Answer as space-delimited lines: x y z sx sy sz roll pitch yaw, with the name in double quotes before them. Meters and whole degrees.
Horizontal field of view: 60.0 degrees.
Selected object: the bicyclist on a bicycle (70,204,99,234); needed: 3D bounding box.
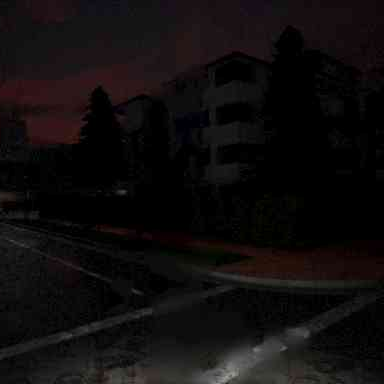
"bicyclist on a bicycle" -5.837 1.446 18.133 1.656 1.620 0.582 -2 0 -40
